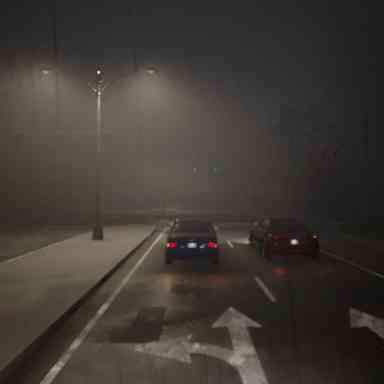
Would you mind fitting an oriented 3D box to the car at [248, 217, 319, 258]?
[{"bbox_3d":[3.525,1.703,13.434,1.994,1.385,4.181,0,-1,0],"label":"car"}]

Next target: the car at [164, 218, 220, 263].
[{"bbox_3d":[0.013,1.678,12.536,2.033,1.411,5.357,0,-1,0],"label":"car"}]
